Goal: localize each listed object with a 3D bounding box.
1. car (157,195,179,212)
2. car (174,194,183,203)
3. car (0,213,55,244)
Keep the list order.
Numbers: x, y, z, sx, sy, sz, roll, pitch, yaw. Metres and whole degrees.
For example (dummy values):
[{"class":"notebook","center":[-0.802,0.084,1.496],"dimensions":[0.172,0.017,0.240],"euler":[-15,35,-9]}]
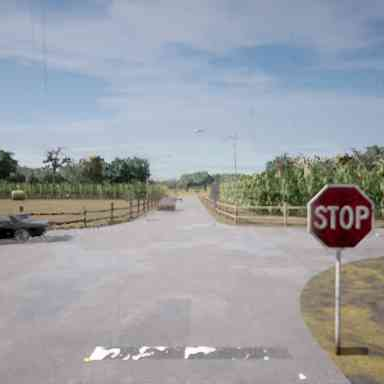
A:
[{"class":"car","center":[-2.795,1.421,37.181],"dimensions":[1.882,1.535,5.008],"euler":[0,0,0]},{"class":"car","center":[-2.792,1.134,63.395],"dimensions":[1.882,1.535,5.008],"euler":[0,0,0]},{"class":"car","center":[-9.078,1.664,15.486],"dimensions":[4.718,1.301,1.895],"euler":[-1,1,-9]}]
